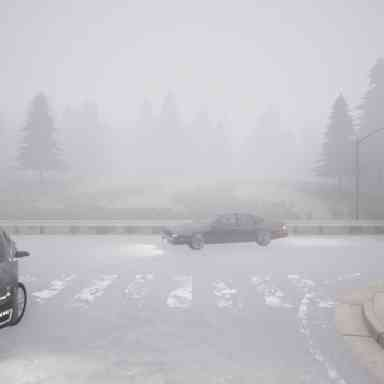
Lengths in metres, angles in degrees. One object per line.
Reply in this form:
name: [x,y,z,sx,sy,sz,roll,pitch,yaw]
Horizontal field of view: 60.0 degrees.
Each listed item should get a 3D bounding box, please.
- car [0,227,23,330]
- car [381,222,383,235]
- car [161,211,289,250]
car: [-4.457,1.505,6.560,1.837,1.490,4.892,0,0,-28]
car: [11.238,1.491,15.079,4.902,1.511,2.128,0,0,0]
car: [1.459,1.547,14.201,5.357,1.411,2.033,0,0,-20]
